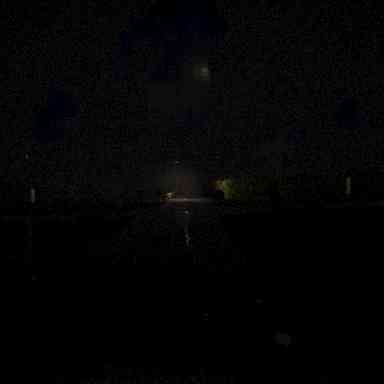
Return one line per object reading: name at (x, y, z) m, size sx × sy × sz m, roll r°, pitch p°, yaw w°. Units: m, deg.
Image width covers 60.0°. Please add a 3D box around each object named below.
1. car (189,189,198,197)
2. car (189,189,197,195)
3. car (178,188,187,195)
car at (0.292, 0.401, 82.439) m, size 1.837 × 1.490 × 4.892 m, roll 0°, pitch 2°, yaw 0°
car at (0.330, -0.107, 92.844) m, size 2.033 × 1.411 × 5.357 m, roll 0°, pitch 3°, yaw 0°
car at (-2.441, -0.135, 87.022) m, size 1.837 × 1.490 × 4.892 m, roll 0°, pitch 2°, yaw 0°
